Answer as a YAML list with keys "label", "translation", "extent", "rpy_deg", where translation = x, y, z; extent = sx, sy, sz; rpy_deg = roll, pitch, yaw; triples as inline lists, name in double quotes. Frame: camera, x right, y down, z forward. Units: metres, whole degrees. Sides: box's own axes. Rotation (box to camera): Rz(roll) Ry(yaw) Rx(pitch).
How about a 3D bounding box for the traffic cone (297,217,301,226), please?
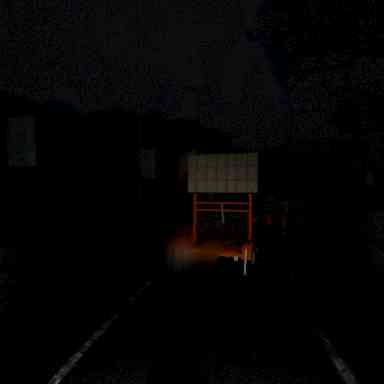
- label: "traffic cone"
  translation: [7.175, 1.984, 22.225]
  extent: [0.340, 0.580, 0.340]
  rpy_deg: [1, 0, 21]

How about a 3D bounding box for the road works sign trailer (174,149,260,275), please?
- label: "road works sign trailer"
  translation: [1.012, 0.461, 10.684]
  extent: [2.380, 3.560, 2.880]
  rpy_deg: [0, 0, 21]

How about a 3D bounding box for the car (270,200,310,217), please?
- label: "car"
  translation: [9.313, 1.484, 31.370]
  extent: [5.008, 1.535, 1.882]
  rpy_deg: [0, 0, -45]
